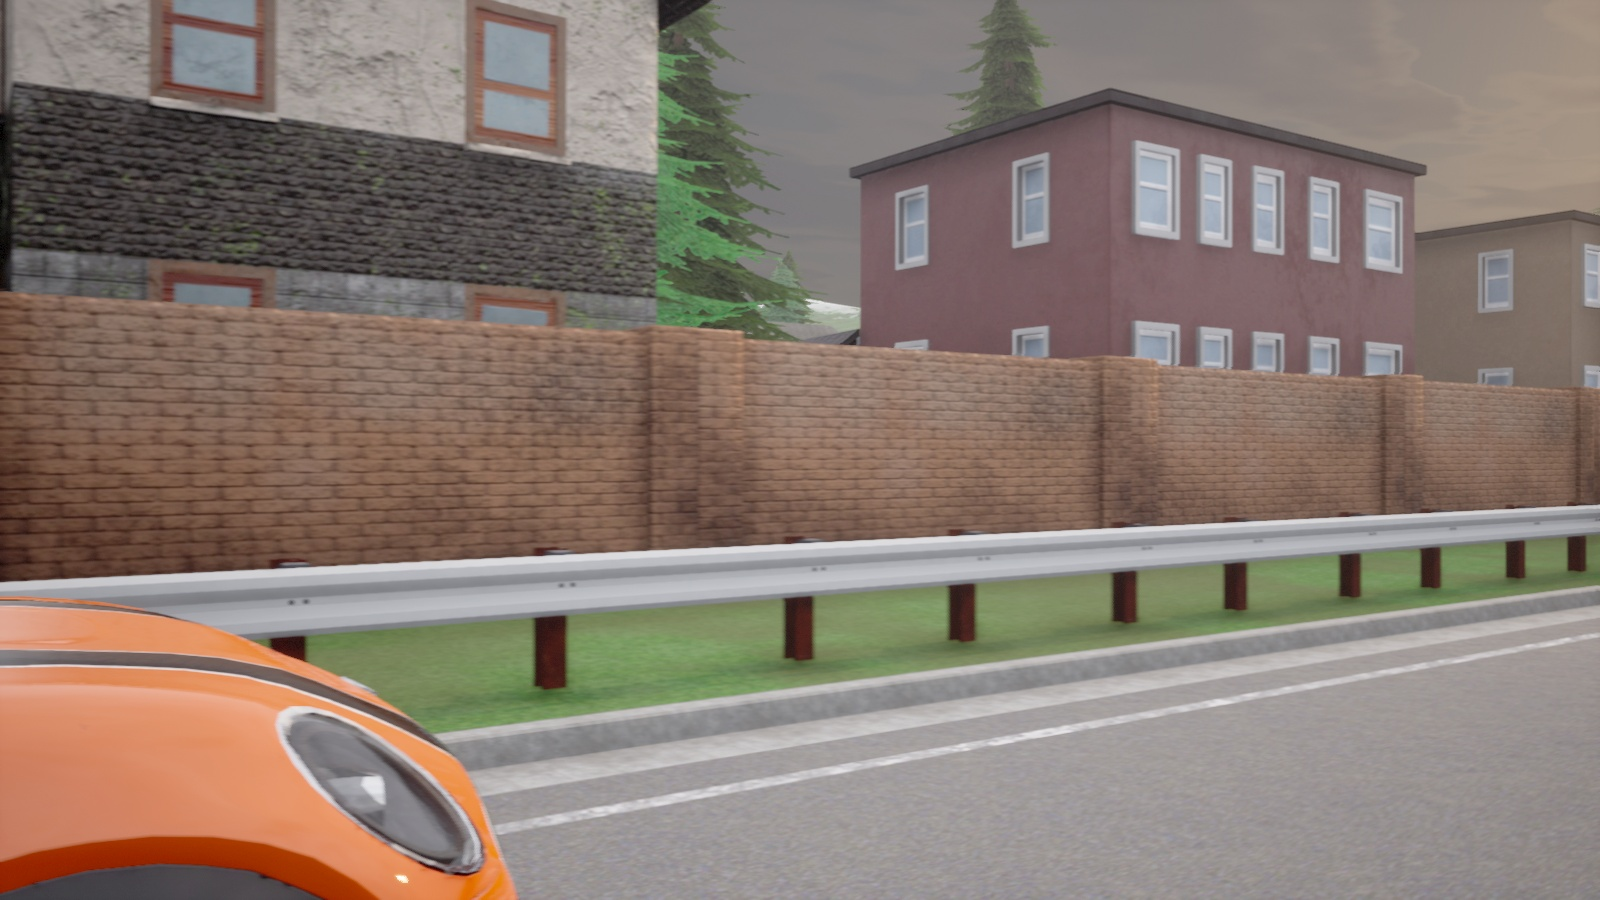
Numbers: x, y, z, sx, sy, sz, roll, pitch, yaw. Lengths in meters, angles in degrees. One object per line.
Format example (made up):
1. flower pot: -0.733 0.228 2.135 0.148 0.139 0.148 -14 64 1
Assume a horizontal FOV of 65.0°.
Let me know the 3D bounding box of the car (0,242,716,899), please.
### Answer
1. car: -2.619 0.613 1.836 4.553 1.767 2.097 0 0 -35
